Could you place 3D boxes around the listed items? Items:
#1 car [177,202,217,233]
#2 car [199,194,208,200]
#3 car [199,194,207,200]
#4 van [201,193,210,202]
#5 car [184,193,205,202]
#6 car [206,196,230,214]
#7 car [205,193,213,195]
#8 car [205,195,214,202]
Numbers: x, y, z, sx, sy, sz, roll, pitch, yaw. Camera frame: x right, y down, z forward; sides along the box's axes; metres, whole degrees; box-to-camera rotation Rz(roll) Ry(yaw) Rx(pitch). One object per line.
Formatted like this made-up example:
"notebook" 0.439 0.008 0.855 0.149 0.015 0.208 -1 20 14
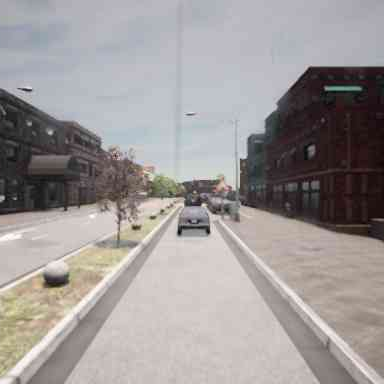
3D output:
"car" 0.098 1.553 19.676 2.033 1.411 5.357 0 0 0
"car" 3.013 1.322 89.824 2.185 1.767 4.553 0 0 0
"car" 3.014 1.340 95.345 2.185 1.767 4.553 0 0 0
"van" 3.011 1.193 73.410 1.878 1.987 4.442 0 0 0
"car" 0.141 1.200 42.781 2.150 2.045 5.566 1 0 0
"car" 3.003 1.478 34.634 2.231 1.521 4.892 0 0 0
"car" 3.009 1.175 62.279 2.435 2.045 5.566 0 0 0
"car" 3.005 1.489 45.839 2.163 1.488 4.792 0 0 0
